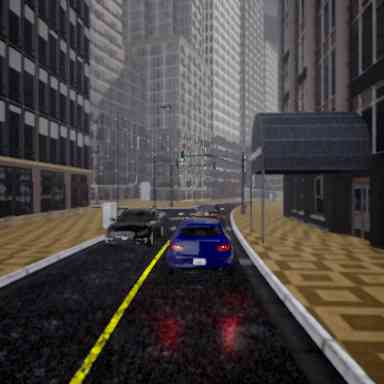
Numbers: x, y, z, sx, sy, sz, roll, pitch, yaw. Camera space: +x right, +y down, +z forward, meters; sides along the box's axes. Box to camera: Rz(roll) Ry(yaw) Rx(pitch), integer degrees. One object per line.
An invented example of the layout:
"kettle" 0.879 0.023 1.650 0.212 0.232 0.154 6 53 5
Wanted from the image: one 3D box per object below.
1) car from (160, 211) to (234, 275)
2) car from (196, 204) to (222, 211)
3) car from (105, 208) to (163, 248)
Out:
"car" 0.277 1.537 10.429 1.812 1.442 4.674 0 0 2
"car" 1.243 1.592 25.277 2.033 1.411 5.357 0 0 6
"car" -2.440 1.524 15.094 1.837 1.490 4.892 0 0 3
